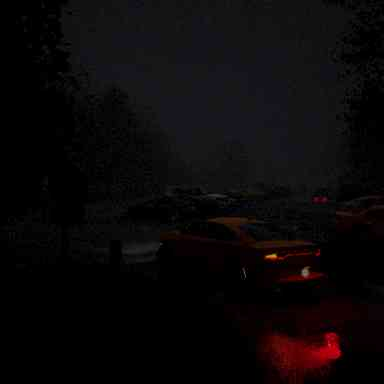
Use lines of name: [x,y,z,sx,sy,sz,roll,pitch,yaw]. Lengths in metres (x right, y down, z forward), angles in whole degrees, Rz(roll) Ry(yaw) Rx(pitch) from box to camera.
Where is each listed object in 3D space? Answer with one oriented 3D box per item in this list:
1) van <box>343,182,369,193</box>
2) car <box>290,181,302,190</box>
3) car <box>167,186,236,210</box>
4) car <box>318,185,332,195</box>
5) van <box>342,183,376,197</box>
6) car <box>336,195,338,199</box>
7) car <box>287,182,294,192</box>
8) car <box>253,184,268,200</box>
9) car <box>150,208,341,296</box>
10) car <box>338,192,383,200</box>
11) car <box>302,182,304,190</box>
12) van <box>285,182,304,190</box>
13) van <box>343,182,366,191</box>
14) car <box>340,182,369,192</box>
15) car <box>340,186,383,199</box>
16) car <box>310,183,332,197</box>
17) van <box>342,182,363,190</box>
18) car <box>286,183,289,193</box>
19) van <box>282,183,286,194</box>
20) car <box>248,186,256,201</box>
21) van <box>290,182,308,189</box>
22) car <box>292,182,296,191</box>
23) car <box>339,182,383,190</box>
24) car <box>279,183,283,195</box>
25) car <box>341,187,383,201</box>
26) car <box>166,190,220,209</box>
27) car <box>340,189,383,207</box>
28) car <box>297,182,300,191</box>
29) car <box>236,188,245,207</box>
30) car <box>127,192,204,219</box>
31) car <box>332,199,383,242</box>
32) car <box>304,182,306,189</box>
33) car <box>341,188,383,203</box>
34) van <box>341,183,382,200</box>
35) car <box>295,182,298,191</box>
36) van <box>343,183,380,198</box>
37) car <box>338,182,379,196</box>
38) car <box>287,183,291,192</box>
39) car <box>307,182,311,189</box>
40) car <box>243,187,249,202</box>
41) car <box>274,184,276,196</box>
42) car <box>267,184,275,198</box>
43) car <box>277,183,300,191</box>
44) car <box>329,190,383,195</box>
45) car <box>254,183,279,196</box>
van: [31.863,-0.900,64.586,4.442,1.987,1.878,1,2,24]
car: [19.679,-0.887,70.124,5.366,1.575,1.946,1,2,24]
car: [0.324,0.534,27.113,5.566,2.045,2.435,1,3,24]
car: [22.693,-0.404,56.659,1.882,1.535,5.008,1,2,24]
van: [24.712,-0.368,49.450,4.442,1.987,1.878,1,2,24]
car: [11.024,1.133,19.204,4.792,1.488,2.163,1,3,24]
car: [15.220,-0.497,59.960,4.792,1.488,2.163,1,2,24]
car: [5.931,0.212,39.943,5.366,1.575,1.946,1,3,24]
car: [0.898,1.383,8.501,1.882,1.535,5.008,2,-1,-31]
car: [9.983,1.086,16.767,4.553,1.767,2.185,1,3,24]
car: [22.119,-1.185,75.106,4.553,1.767,2.185,1,2,24]
van: [25.492,-1.553,82.714,4.442,1.987,1.878,1,2,24]
van: [36.454,-1.255,74.665,4.442,1.987,1.878,1,2,24]
car: [35.174,-1.194,72.204,5.566,2.045,2.435,1,2,24]
car: [22.528,0.036,44.369,5.008,1.535,2.097,1,2,24]
car: [18.427,-0.060,47.294,2.128,1.511,4.902,1,2,24]
van: [38.540,-1.436,79.808,4.442,1.987,1.878,1,2,24]
car: [12.920,-0.320,54.910,4.792,1.488,2.163,1,2,24]
van: [11.903,-0.484,52.315,4.442,1.987,1.878,1,2,24]
car: [3.581,0.440,34.785,5.366,1.575,1.946,1,3,24]
van: [28.936,-1.745,90.277,4.442,1.987,1.878,1,1,24]
car: [16.228,-0.621,62.549,5.366,1.575,1.946,1,2,24]
car: [15.666,0.402,29.242,5.566,2.045,2.435,1,3,24]
car: [10.673,-0.141,49.835,4.792,1.488,2.163,1,2,24]
car: [20.255,0.252,39.323,4.792,1.488,2.163,1,2,24]
car: [-0.846,0.898,24.609,5.008,1.535,2.097,1,3,24]
car: [16.763,0.569,31.796,4.792,1.488,2.163,1,3,24]
car: [18.692,-0.792,67.525,4.892,1.521,2.231,1,2,24]
car: [1.618,0.672,29.583,5.366,1.575,1.946,1,3,24]
car: [-2.028,1.040,22.101,4.792,1.488,2.163,1,3,24]
car: [8.802,1.323,14.267,5.008,1.535,2.097,1,3,24]
car: [23.293,-1.148,77.626,5.008,1.535,2.097,1,2,24]
car: [19.162,0.348,36.923,4.792,1.488,2.163,1,3,24]
van: [21.270,-0.099,41.874,4.442,1.987,1.878,1,2,24]
car: [17.553,-0.703,64.995,4.892,1.521,2.231,1,2,24]
van: [23.777,-0.276,46.834,4.442,1.987,1.878,1,2,24]
car: [25.940,-0.481,51.932,5.566,2.045,2.435,1,2,24]
car: [14.070,-0.408,57.435,4.792,1.488,2.163,1,2,24]
car: [26.775,-1.665,85.178,5.566,2.045,2.435,1,2,24]
car: [2.605,0.560,32.182,4.892,1.521,2.231,1,3,24]
car: [8.340,0.016,44.798,4.892,1.521,2.231,1,3,24]
car: [7.368,0.116,42.202,5.366,1.575,1.946,1,3,24]
car: [20.969,-1.096,72.581,4.553,1.767,2.185,1,2,24]
car: [13.177,0.872,24.305,5.366,1.575,1.946,1,3,24]
car: [9.526,-0.205,47.306,4.553,1.767,2.185,1,2,24]
